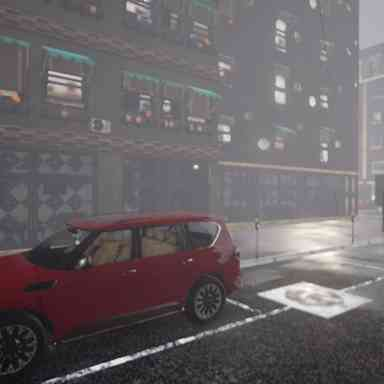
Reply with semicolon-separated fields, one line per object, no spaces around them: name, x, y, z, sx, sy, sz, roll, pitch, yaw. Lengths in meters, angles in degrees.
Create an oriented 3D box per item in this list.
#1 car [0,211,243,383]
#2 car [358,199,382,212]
car;-1.363;1.312;5.583;5.009;1.841;2.192;0;1;-35
car;20.164;1.468;37.359;1.887;1.381;4.507;1;0;-36
